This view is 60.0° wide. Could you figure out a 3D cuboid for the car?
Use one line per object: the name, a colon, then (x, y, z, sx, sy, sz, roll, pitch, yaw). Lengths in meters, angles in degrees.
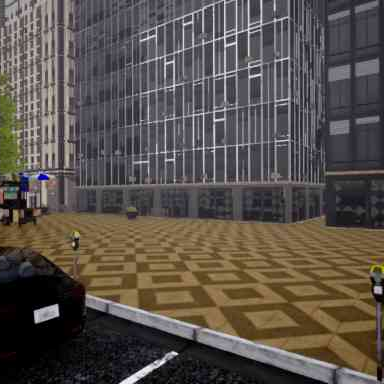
car: (-3.519, 1.566, 5.398, 4.313, 1.339, 1.947, 0, 0, 36)
